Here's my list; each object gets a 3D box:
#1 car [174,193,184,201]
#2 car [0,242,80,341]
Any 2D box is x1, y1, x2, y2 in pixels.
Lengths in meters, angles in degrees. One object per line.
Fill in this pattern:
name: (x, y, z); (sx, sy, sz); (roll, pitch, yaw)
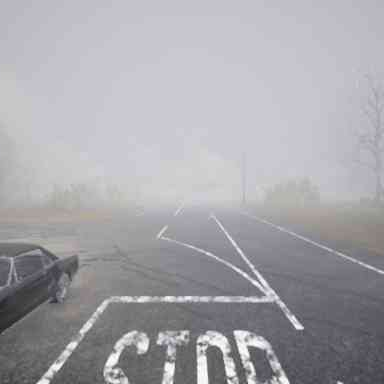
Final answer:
car: (-3.063, 1.119, 79.157); (2.097, 1.767, 4.553); (0, 0, 2)
car: (-3.496, 1.594, 5.344); (1.895, 1.301, 4.718); (0, 0, 0)
